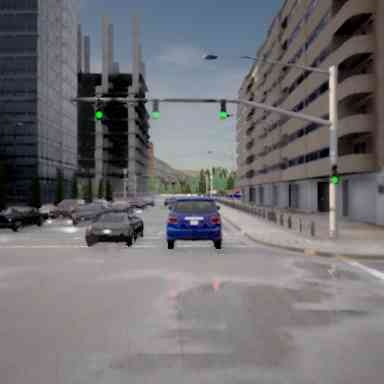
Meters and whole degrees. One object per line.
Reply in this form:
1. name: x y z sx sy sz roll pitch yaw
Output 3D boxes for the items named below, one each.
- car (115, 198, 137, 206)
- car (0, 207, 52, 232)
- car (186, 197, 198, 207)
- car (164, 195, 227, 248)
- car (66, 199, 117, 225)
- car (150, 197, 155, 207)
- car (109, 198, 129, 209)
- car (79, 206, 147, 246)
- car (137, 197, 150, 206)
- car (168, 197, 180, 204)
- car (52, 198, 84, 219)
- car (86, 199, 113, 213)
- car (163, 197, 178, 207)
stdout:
1. car: -7.072 1.545 33.002 1.812 1.442 4.674 0 0 0
2. car: -10.591 1.606 20.177 1.895 1.301 4.718 0 0 0
3. car: 0.012 1.604 54.230 1.994 1.385 4.181 0 0 0
4. car: 0.107 1.203 14.739 2.150 2.045 5.566 0 0 1
5. car: -7.085 1.511 23.976 1.837 1.490 4.892 0 0 0
6. car: -6.988 1.574 53.305 1.812 1.442 4.674 0 0 0
7. car: -10.489 1.610 48.242 1.994 1.385 4.181 0 0 0
8. car: -3.397 1.551 15.294 1.994 1.385 4.181 0 0 0
9. car: -7.015 1.597 43.045 1.994 1.385 4.181 0 0 0
10. car: -3.485 1.623 64.291 1.994 1.385 4.181 0 0 0
11. car: -10.584 1.370 29.074 2.097 1.767 4.553 0 0 0
12. car: -10.550 1.557 38.439 1.812 1.442 4.674 0 0 0
13. car: -3.488 1.536 54.115 2.128 1.511 4.902 0 0 0
